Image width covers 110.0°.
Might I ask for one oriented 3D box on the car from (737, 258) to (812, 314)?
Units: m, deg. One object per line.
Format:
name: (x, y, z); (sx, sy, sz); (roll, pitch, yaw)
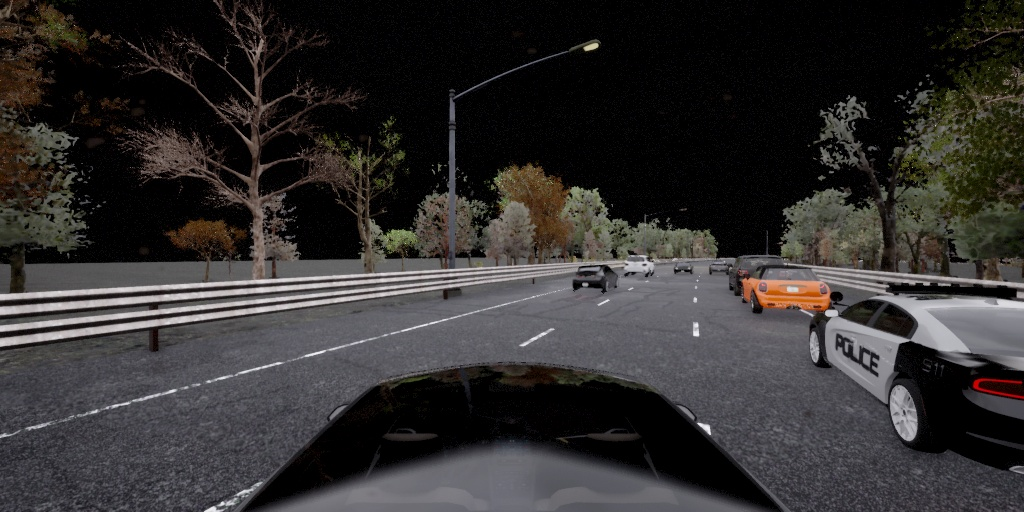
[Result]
car: (10.006, 1.102, 13.437); (2.097, 1.767, 4.553); (0, 0, 27)

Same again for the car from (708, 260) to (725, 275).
car: (22.661, 1.262, 39.253); (2.128, 1.511, 4.902); (0, 0, 30)

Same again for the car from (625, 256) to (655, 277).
car: (12.657, 0.982, 35.447); (2.150, 2.045, 5.566); (0, 0, 29)

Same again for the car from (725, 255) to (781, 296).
car: (12.749, 0.978, 18.756); (2.150, 2.045, 5.566); (0, 0, 27)

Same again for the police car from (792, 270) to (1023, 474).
police car: (5.634, 1.175, 4.739); (1.930, 1.638, 5.238); (0, 0, 26)

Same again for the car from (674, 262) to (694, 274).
car: (19.534, 1.370, 40.683); (1.895, 1.301, 4.718); (0, 0, 29)

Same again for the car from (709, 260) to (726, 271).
car: (29.190, 1.334, 50.863); (2.033, 1.411, 5.357); (0, 0, 30)

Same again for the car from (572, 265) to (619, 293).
car: (4.959, 1.257, 20.954); (1.837, 1.490, 4.892); (0, 0, 27)
